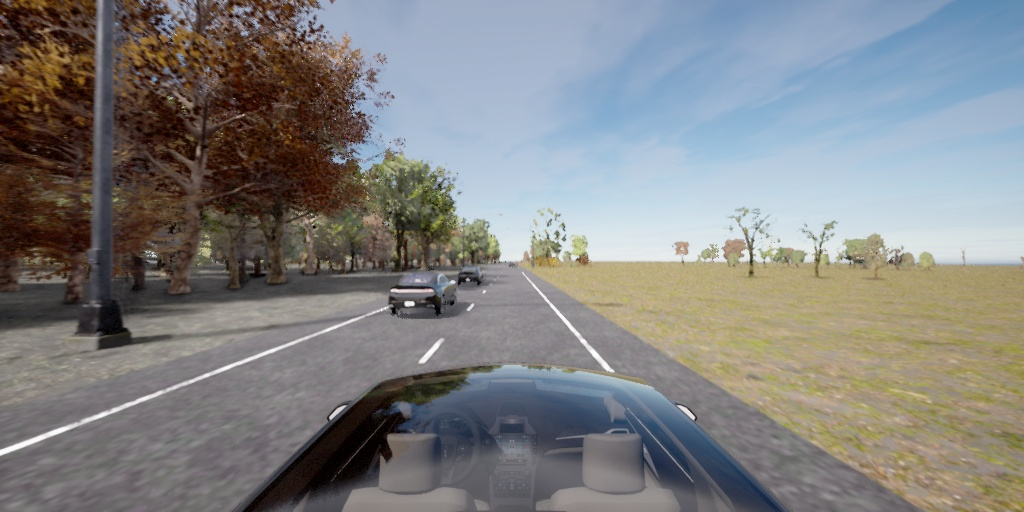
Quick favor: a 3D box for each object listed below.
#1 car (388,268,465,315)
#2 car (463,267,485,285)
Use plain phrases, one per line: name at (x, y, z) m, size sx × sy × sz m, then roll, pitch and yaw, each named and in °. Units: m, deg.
car at (-3.403, 1.408, 14.355) m, size 2.128 × 1.511 × 4.902 m, roll 0°, pitch -1°, yaw 0°
car at (-3.402, 1.629, 30.121) m, size 1.837 × 1.490 × 4.892 m, roll 0°, pitch -1°, yaw 0°
